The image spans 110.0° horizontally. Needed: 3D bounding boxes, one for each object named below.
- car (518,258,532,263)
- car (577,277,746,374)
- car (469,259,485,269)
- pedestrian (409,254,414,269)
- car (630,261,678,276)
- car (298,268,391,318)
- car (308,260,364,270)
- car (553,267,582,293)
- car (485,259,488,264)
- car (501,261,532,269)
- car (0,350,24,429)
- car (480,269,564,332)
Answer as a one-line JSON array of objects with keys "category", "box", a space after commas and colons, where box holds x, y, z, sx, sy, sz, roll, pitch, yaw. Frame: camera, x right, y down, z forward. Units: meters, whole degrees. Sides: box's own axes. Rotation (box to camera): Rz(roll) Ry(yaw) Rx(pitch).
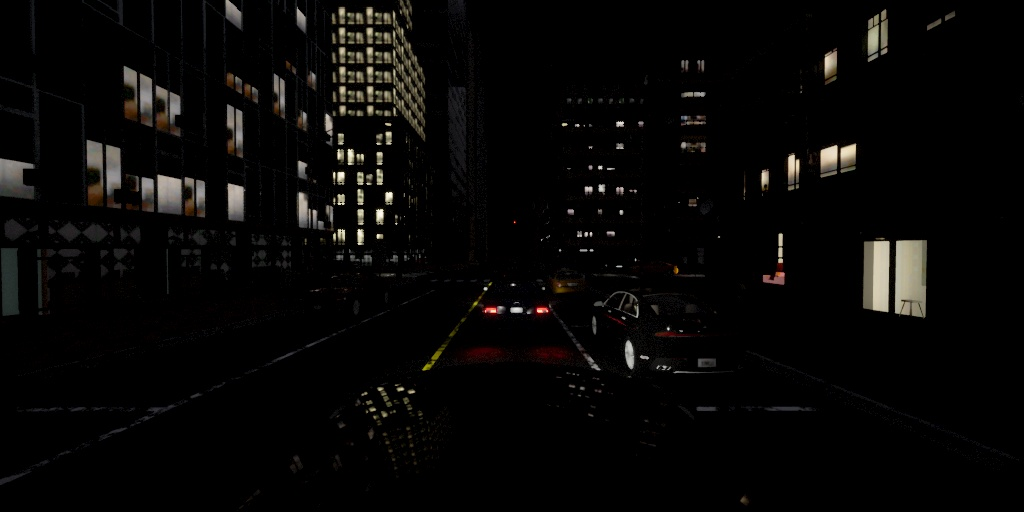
[{"category": "car", "box": [2.579, 1.288, 62.231, 2.007, 1.370, 4.403, 0, 0, 0]}, {"category": "car", "box": [2.807, 1.299, 7.333, 2.007, 1.370, 4.403, 0, 0, 0]}, {"category": "car", "box": [-5.791, 1.263, 56.392, 1.751, 1.417, 4.829, 0, 0, 0]}, {"category": "pedestrian", "box": [-12.628, 0.669, 45.066, 0.375, 1.860, 0.375, 0, 0, 1]}, {"category": "car", "box": [15.452, 1.336, 39.196, 5.008, 1.535, 1.882, 0, 1, 1]}, {"category": "car", "box": [-5.843, 1.292, 13.020, 1.888, 1.381, 4.507, 0, 0, 0]}, {"category": "car", "box": [-17.646, 1.108, 36.402, 5.008, 1.535, 1.882, 0, 1, -1]}, {"category": "car", "box": [2.787, 1.271, 18.792, 1.751, 1.417, 4.829, 0, 0, 0]}, {"category": "car", "box": [-5.802, 1.303, 62.216, 1.948, 1.339, 4.313, 0, 0, 0]}, {"category": "car", "box": [0.057, 1.249, 21.193, 1.837, 1.490, 4.892, 0, 0, 0]}, {"category": "car", "box": [-5.796, 1.300, 1.730, 2.007, 1.370, 4.403, 0, 0, 0]}, {"category": "car", "box": [0.085, 1.295, 10.770, 2.033, 1.411, 5.357, 0, 0, 0]}]
